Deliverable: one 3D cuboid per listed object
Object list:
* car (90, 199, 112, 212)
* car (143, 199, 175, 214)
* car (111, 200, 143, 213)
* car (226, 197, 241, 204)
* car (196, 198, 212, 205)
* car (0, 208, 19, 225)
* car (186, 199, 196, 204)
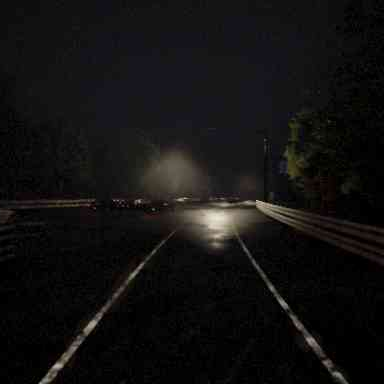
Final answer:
[{"bbox_3d":[-10.068,1.546,39.057,1.837,1.490,4.892,0,-1,16],"label":"car"},{"bbox_3d":[-3.345,1.600,37.019,1.837,1.490,4.892,1,0,16],"label":"car"},{"bbox_3d":[-6.723,1.596,38.025,2.033,1.411,5.357,0,-1,16],"label":"car"},{"bbox_3d":[10.777,2.316,86.817,1.994,1.385,4.181,0,-1,16],"label":"car"},{"bbox_3d":[3.042,2.013,72.393,1.882,1.535,5.008,0,-1,16],"label":"car"},{"bbox_3d":[-12.165,1.315,19.020,1.812,1.442,4.674,0,-1,16],"label":"car"},{"bbox_3d":[0.235,2.149,75.326,1.895,1.301,4.718,0,-1,16],"label":"car"}]
